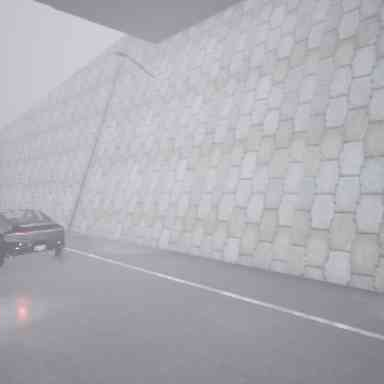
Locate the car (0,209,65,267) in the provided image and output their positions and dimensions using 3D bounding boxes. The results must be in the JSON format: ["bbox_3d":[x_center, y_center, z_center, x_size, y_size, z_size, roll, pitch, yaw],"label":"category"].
[{"bbox_3d":[-5.842,1.295,10.739,4.902,1.511,2.128,0,2,45],"label":"car"}]
